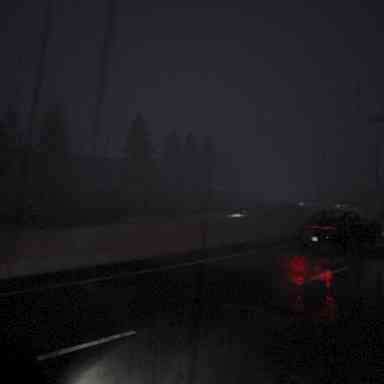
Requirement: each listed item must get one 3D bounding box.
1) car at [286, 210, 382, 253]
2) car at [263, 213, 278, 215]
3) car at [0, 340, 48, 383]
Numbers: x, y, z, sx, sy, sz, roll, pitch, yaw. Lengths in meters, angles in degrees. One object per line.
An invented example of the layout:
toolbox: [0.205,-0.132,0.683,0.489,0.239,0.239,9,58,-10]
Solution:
car: [6.297,1.516,13.924,4.902,1.511,2.128,0,0,-43]
car: [6.791,1.526,24.710,1.882,1.535,5.008,0,0,41]
car: [-3.379,1.556,1.344,5.357,1.411,2.033,0,0,-36]
